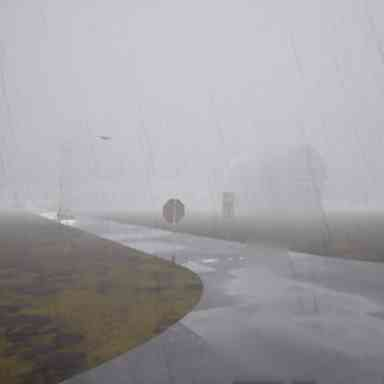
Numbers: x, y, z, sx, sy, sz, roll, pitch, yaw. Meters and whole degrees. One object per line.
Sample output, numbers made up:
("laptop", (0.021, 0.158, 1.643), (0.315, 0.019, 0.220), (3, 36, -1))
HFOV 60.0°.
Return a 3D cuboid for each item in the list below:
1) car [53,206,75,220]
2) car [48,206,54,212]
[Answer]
("car", (-18.318, 3.185, 48.279), (2.128, 1.511, 4.902), (2, -3, -29))
("car", (-36.558, 4.337, 87.031), (1.837, 1.490, 4.892), (2, -3, -29))
